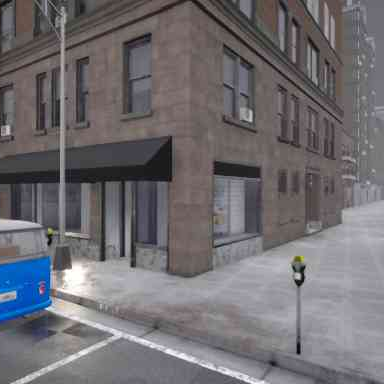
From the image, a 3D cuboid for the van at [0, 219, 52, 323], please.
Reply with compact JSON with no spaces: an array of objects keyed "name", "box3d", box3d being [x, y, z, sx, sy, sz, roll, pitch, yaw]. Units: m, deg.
[{"name":"van","box3d":[-4.291,1.343,6.081,3.998,1.788,1.690,0,0,35]}]
